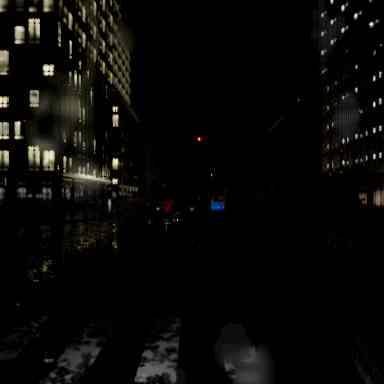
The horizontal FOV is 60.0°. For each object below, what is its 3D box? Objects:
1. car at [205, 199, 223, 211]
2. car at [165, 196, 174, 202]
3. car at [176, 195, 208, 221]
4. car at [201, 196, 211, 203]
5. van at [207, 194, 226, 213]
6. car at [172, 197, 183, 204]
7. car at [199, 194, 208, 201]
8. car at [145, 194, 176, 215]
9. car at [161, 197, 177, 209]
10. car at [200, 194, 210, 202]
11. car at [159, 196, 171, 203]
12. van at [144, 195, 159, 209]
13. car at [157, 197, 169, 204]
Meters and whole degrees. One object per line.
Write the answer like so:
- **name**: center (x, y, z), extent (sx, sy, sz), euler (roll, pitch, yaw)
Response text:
- **car**: center (2.690, 1.557, 41.686), extent (1.887, 1.381, 4.507), euler (0, 0, 0)
- **car**: center (-5.496, 1.602, 80.504), extent (1.802, 1.307, 4.206), euler (0, 0, 0)
- **car**: center (0.005, 1.360, 27.607), extent (2.097, 1.767, 4.553), euler (0, 0, 0)
- **car**: center (2.821, 1.563, 69.379), extent (1.887, 1.381, 4.507), euler (0, 0, 0)
- **van**: center (2.750, 1.352, 36.148), extent (1.690, 1.788, 3.998), euler (0, 0, 0)
- **car**: center (-2.888, 1.619, 67.161), extent (1.895, 1.301, 4.718), euler (0, 0, 0)
- **car**: center (2.916, 1.336, 85.997), extent (2.192, 1.841, 5.009), euler (0, 0, 0)
- **car**: center (-3.167, 1.232, 33.843), extent (2.150, 2.045, 5.566), euler (0, 0, 0)
- **car**: center (-3.091, 1.540, 46.312), extent (1.812, 1.442, 4.674), euler (0, 0, 1)
- **car**: center (2.853, 1.334, 74.919), extent (2.192, 1.841, 5.009), euler (0, 0, 0)
- **car**: center (-5.559, 1.569, 69.425), extent (2.008, 1.369, 4.403), euler (0, 0, 0)
- **van**: center (-5.682, 1.355, 47.269), extent (1.690, 1.788, 3.998), euler (0, 0, 0)
- **car**: center (-5.590, 1.584, 63.886), extent (1.947, 1.339, 4.313), euler (0, 0, 0)
